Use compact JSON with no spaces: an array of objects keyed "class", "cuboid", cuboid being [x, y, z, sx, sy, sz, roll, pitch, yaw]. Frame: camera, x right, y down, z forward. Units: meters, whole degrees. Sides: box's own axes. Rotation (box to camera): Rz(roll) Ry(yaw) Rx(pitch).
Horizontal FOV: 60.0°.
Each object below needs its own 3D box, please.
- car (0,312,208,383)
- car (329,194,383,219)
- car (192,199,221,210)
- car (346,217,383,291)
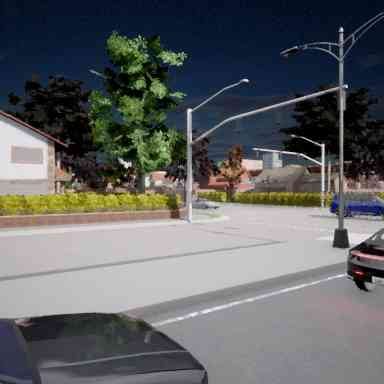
[{"class":"car","cuboid":[-2.390,1.543,2.040,5.357,1.411,2.033,0,0,-36]},{"class":"car","cuboid":[13.923,1.157,26.497,5.566,2.045,2.150,0,1,43]},{"class":"car","cuboid":[1.518,1.496,41.617,1.895,1.301,4.718,0,0,-36]},{"class":"car","cuboid":[5.549,1.474,7.694,4.902,1.511,2.128,0,0,-35]}]
